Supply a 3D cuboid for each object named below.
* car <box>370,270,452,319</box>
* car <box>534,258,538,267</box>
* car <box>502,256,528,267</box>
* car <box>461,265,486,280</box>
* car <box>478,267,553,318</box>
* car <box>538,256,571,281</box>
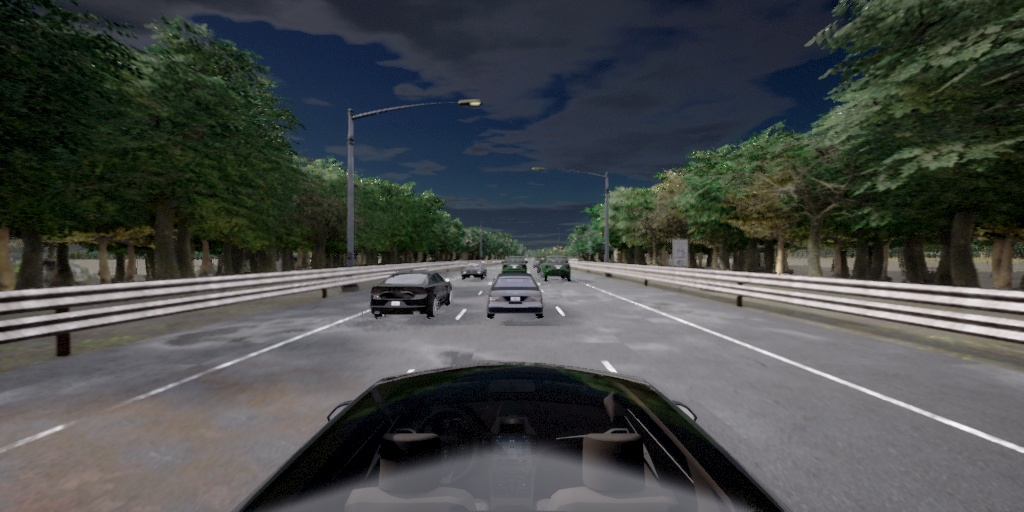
[{"bbox_3d":[-3.399,1.238,12.958,1.882,1.535,5.008,0,0,0],"label":"car"},{"bbox_3d":[3.895,1.354,42.397,1.837,1.490,4.892,0,0,2],"label":"car"},{"bbox_3d":[0.268,1.035,32.369,2.150,2.045,5.566,0,0,1],"label":"car"},{"bbox_3d":[-3.244,1.411,31.750,1.895,1.301,4.718,0,0,1],"label":"car"},{"bbox_3d":[0.101,1.308,13.016,2.033,1.411,5.357,0,0,0],"label":"car"},{"bbox_3d":[3.630,1.019,30.477,2.150,2.045,5.566,0,0,1],"label":"car"}]
